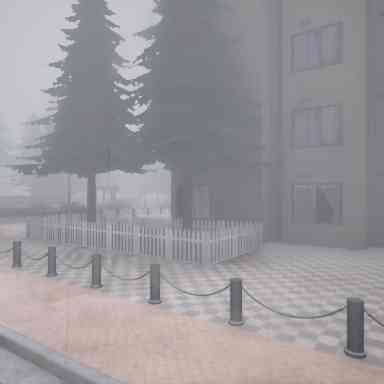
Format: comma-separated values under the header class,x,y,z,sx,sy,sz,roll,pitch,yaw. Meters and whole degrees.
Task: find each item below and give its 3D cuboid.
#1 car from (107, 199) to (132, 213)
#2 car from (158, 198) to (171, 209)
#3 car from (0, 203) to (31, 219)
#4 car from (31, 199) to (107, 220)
class,x,y,z,sx,sy,sz,roll,pitch,yaw
car,-8.727,1.476,36.233,2.128,1.511,4.902,0,0,37
car,-2.486,1.510,44.461,1.812,1.442,4.674,0,0,37
car,-14.354,1.585,28.786,1.895,1.301,4.718,0,0,37
car,-10.245,1.532,28.089,2.033,1.411,5.357,0,0,37
